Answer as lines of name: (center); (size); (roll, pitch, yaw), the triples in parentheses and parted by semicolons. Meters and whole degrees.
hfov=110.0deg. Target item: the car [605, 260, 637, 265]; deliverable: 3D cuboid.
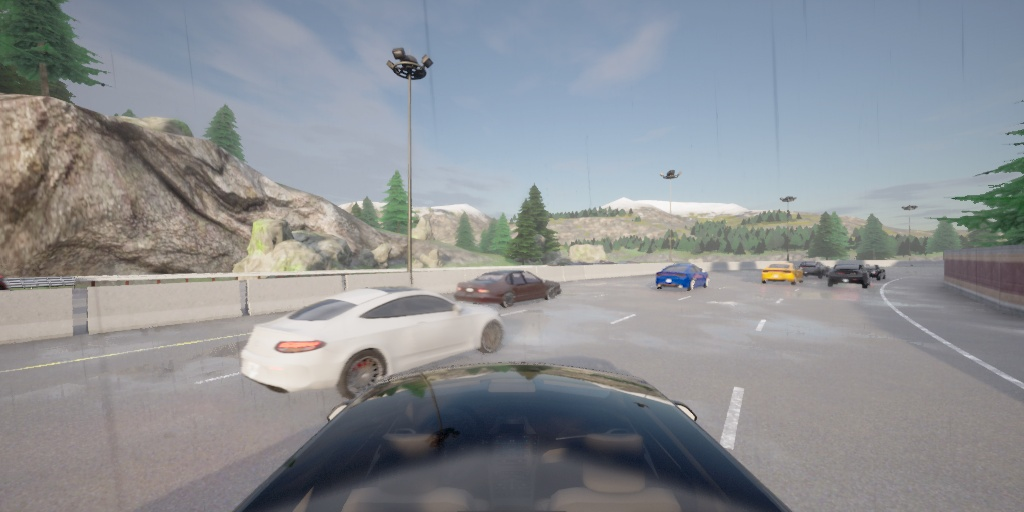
car: (14.035, 1.276, 44.654); (4.674, 1.442, 1.812); (0, 0, -40)

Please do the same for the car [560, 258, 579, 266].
car: (9.224, 1.314, 49.757); (4.181, 1.385, 1.994); (0, 0, -40)

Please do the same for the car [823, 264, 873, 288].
car: (22.311, 1.255, 23.709); (4.892, 1.490, 1.837); (0, 0, -43)

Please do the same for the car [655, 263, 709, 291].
car: (10.436, 1.227, 21.800); (1.882, 1.535, 5.008); (0, 0, 43)

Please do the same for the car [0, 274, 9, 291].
car: (-25.653, 1.102, 15.491); (2.097, 1.767, 4.553); (0, 0, 33)

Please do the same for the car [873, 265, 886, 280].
car: (30.269, 1.351, 30.514); (4.718, 1.301, 1.895); (0, 0, -39)

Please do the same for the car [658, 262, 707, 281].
car: (14.943, 1.297, 31.272); (5.357, 1.411, 2.033); (0, 0, -43)

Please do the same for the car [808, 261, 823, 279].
car: (27.573, 1.241, 32.815); (4.902, 1.511, 2.128); (0, 0, -39)

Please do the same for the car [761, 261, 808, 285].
car: (19.730, 1.228, 26.083); (5.008, 1.535, 1.882); (0, 0, -43)

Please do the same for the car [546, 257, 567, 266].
car: (7.019, 1.101, 52.475); (4.553, 1.767, 2.097); (0, 0, -40)

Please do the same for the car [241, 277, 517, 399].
car: (-2.017, 1.276, 6.501); (1.812, 1.442, 4.674); (0, 0, 35)

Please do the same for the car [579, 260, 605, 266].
car: (11.500, 1.243, 47.099); (4.902, 1.511, 2.128); (0, 0, -40)

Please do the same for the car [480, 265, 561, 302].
car: (0.008, 1.297, 15.132); (2.033, 1.411, 5.357); (0, 0, 38)
